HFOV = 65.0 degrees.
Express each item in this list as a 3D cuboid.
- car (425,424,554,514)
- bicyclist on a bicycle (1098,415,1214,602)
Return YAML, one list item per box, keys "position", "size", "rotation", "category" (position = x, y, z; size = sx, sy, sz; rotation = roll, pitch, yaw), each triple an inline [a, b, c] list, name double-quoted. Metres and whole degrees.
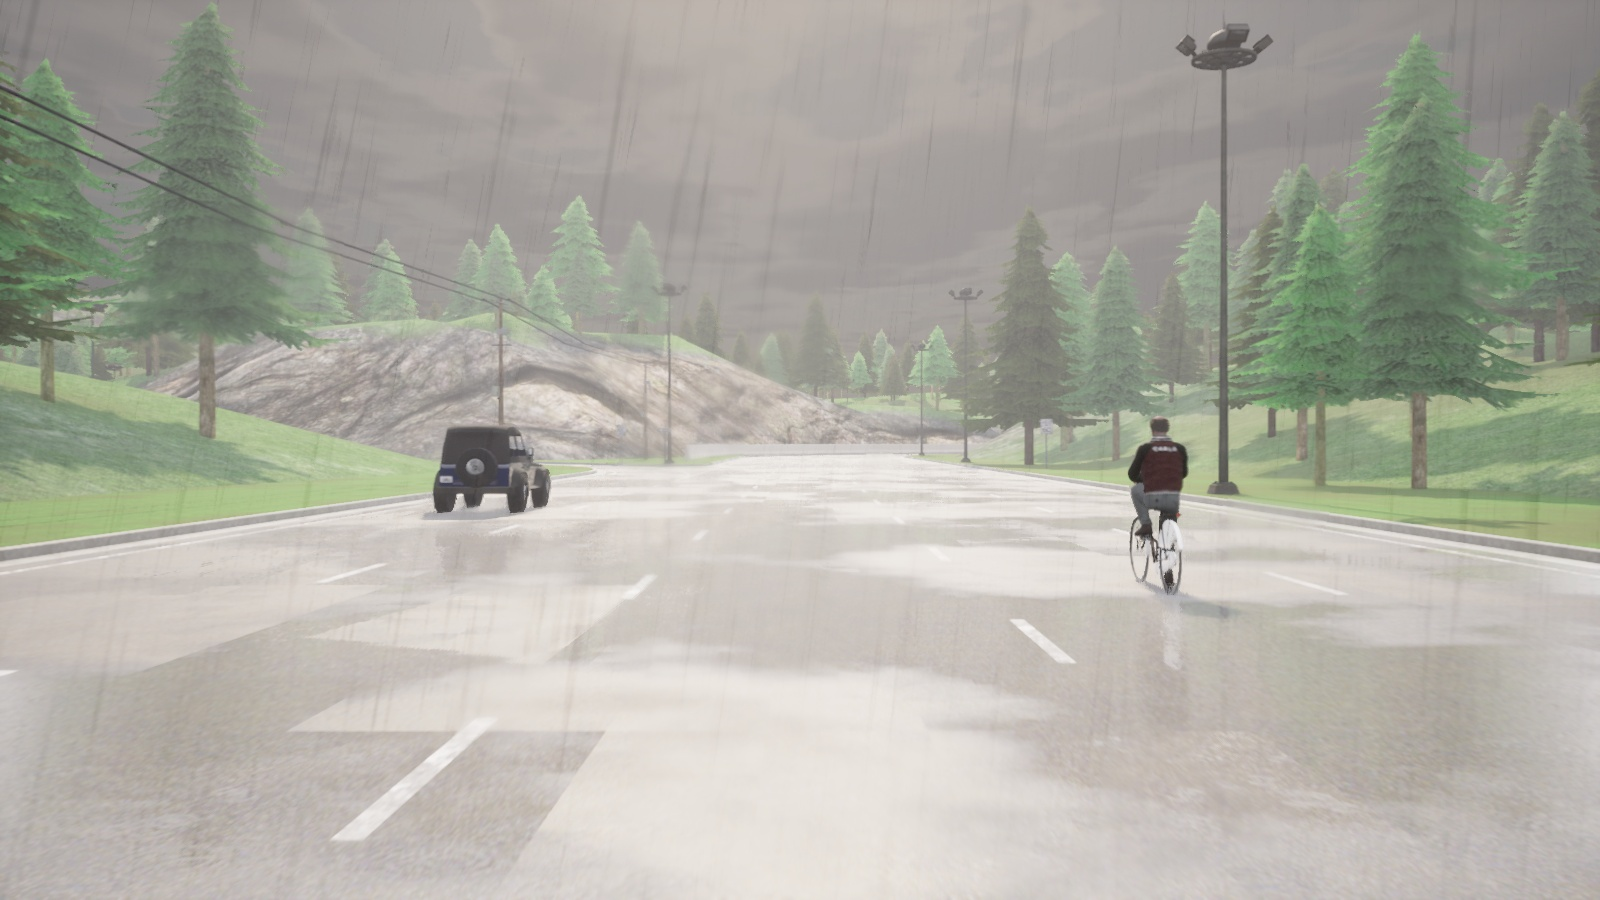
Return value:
- position: [-6.825, 0.379, 28.011]
  size: [1.905, 1.878, 3.866]
  rotation: [0, 0, 0]
  category: "car"
- position: [3.588, 0.548, 12.815]
  size: [0.659, 1.776, 1.843]
  rotation: [0, 1, 0]
  category: "bicyclist on a bicycle"
